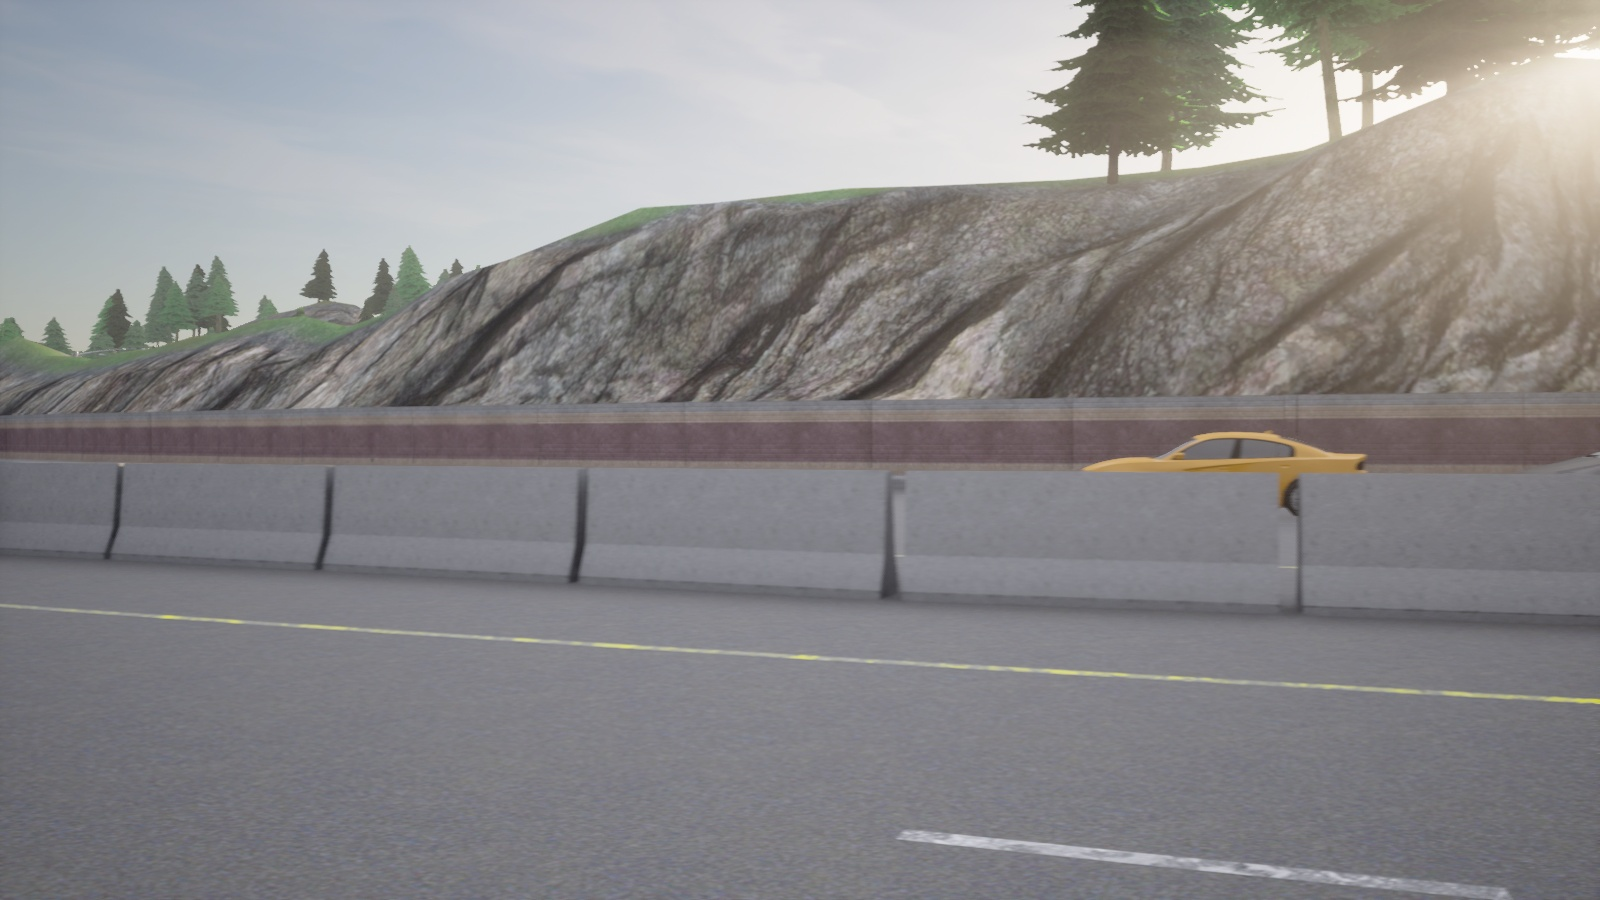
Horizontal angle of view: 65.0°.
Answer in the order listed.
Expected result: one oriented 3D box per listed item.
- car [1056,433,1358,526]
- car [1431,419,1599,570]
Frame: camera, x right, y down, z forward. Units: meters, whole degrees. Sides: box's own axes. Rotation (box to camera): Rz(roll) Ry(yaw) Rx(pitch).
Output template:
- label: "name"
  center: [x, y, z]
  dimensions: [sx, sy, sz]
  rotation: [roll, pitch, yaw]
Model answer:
- label: "car"
  center: [7.311, 0.474, 22.857]
  dimensions: [5.008, 1.535, 1.882]
  rotation: [1, 1, 18]
- label: "car"
  center: [10.135, 0.480, 14.635]
  dimensions: [4.611, 1.667, 2.242]
  rotation: [0, 1, 16]
